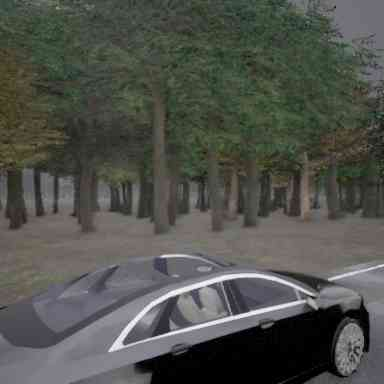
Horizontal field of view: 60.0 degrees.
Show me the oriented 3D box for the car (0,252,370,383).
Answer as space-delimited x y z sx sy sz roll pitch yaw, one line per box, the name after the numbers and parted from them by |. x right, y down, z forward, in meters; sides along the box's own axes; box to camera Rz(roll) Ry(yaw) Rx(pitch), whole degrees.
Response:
0.173 1.492 3.867 4.902 1.511 2.128 0 0 -36 | car
